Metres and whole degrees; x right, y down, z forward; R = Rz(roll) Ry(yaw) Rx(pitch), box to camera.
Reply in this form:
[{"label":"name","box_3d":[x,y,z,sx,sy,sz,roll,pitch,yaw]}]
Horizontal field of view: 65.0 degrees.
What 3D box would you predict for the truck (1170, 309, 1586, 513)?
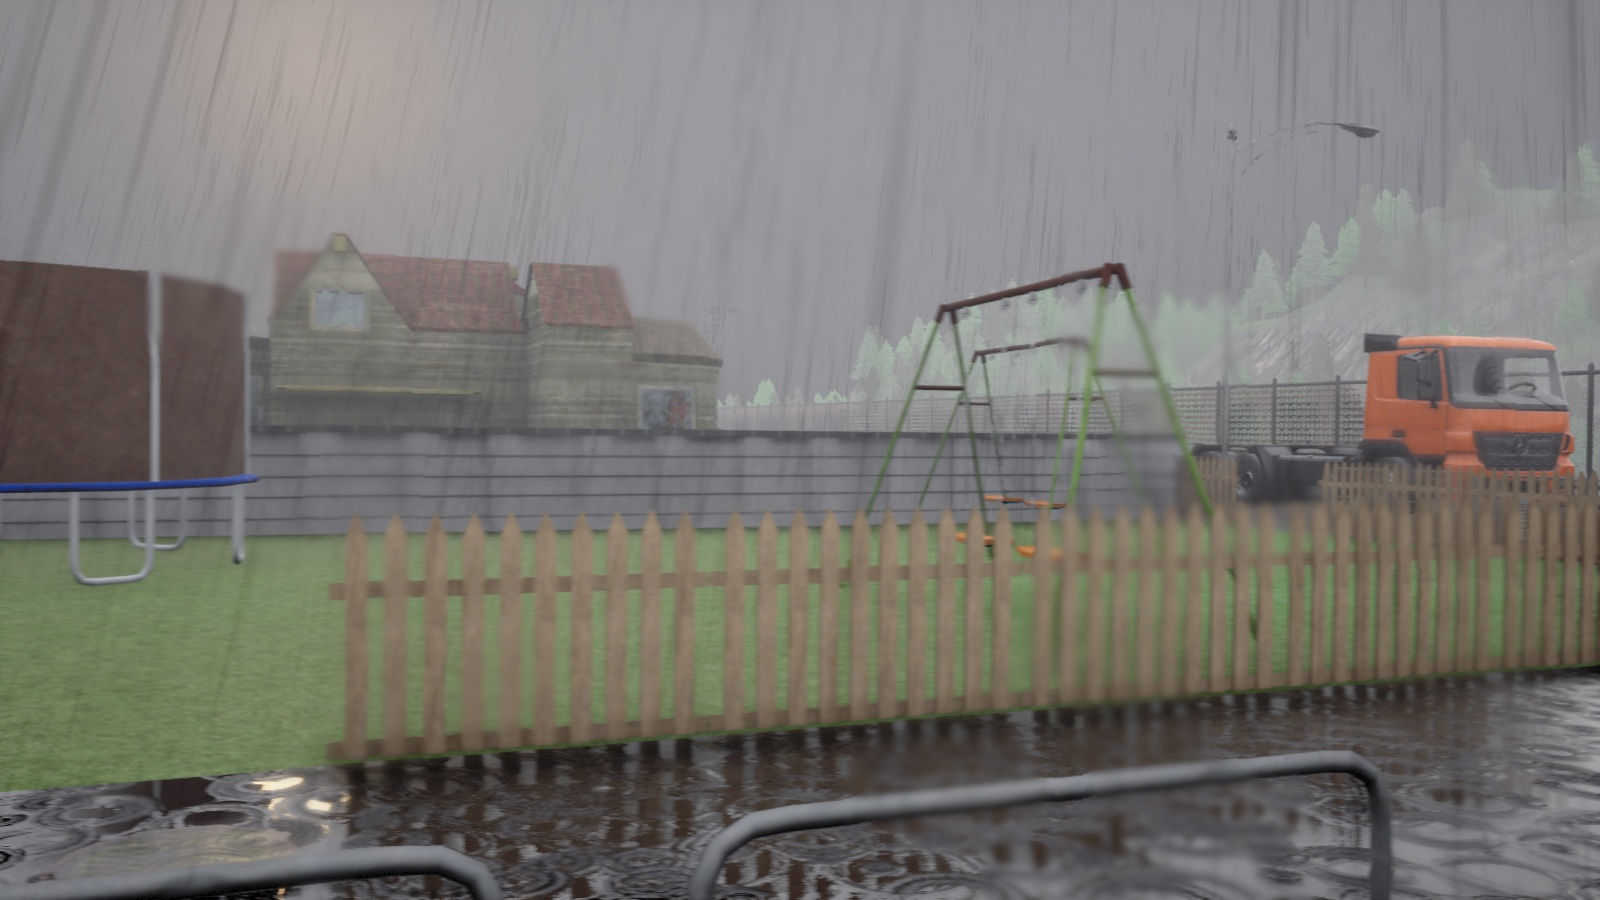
[{"label":"truck","box_3d":[11.234,-0.721,25.552,2.891,3.462,7.936,-1,1,-21]}]
